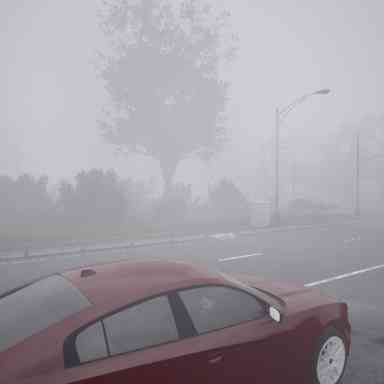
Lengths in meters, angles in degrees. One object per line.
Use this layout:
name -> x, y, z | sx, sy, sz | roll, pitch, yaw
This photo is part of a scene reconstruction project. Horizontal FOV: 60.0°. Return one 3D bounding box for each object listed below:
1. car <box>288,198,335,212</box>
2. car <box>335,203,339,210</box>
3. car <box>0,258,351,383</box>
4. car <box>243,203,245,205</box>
car -> 13.577, 1.477, 38.821 | 1.882, 1.535, 5.008 | 0, 0, -32
car -> 15.988, 1.525, 41.559 | 1.812, 1.442, 4.674 | 0, 0, -32
car -> -0.284, 1.478, 3.542 | 5.008, 1.535, 1.882 | 0, 0, -35
car -> 7.394, 1.535, 55.047 | 1.994, 1.385, 4.181 | 0, 0, -33
